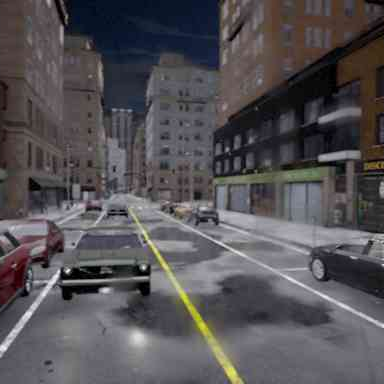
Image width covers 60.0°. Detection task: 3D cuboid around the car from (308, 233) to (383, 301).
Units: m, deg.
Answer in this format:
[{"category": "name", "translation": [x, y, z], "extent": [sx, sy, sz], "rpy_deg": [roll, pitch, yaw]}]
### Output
[{"category": "car", "translation": [4.270, 1.584, 7.315], "extent": [2.008, 1.369, 4.403], "rpy_deg": [0, 0, -12]}]

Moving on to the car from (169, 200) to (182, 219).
[{"category": "car", "translation": [-0.535, 1.578, 29.310], "extent": [1.752, 1.417, 4.829], "rpy_deg": [0, 0, -12]}]

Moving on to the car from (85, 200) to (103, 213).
[{"category": "car", "translation": [-11.230, 1.565, 38.232], "extent": [1.887, 1.381, 4.507], "rpy_deg": [0, 0, -12]}]

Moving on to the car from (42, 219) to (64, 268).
[{"category": "car", "translation": [-5.264, 1.583, 10.948], "extent": [1.802, 1.307, 4.206], "rpy_deg": [0, 0, -12]}]

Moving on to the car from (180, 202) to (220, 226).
[{"category": "car", "translation": [0.694, 1.599, 23.687], "extent": [2.008, 1.369, 4.403], "rpy_deg": [0, 0, -12]}]

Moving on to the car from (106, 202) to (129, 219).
[{"category": "car", "translation": [-6.707, 1.628, 30.071], "extent": [1.895, 1.301, 4.718], "rpy_deg": [0, 0, -12]}]

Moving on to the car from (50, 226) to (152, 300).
[{"category": "car", "translation": [-2.124, 1.610, 8.640], "extent": [1.895, 1.301, 4.718], "rpy_deg": [0, 0, -12]}]

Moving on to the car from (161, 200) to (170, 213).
[{"category": "car", "translation": [-1.690, 1.622, 34.601], "extent": [1.947, 1.339, 4.313], "rpy_deg": [0, 0, -12]}]

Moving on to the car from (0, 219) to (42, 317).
[{"category": "car", "translation": [-4.072, 1.435, 5.491], "extent": [1.967, 1.590, 4.097], "rpy_deg": [0, 0, -12]}]
